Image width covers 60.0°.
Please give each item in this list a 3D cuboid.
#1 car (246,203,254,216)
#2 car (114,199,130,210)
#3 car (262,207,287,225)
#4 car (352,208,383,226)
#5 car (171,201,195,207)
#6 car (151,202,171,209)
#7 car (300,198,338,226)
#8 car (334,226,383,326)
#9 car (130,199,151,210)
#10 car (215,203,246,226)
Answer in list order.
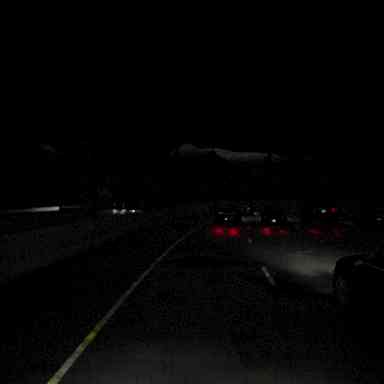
[{"bbox_3d":[6.227,2.020,39.452,1.994,1.385,4.181,0,-1,17],"label":"car"},{"bbox_3d":[-10.967,1.968,54.894,2.097,1.767,4.553,0,-1,20],"label":"car"},{"bbox_3d":[6.695,1.920,27.421,1.895,1.301,4.718,0,-1,12],"label":"car"},{"bbox_3d":[13.032,1.828,23.630,2.033,1.411,5.357,0,-1,11],"label":"car"},{"bbox_3d":[-0.975,2.117,51.664,2.128,1.511,4.902,0,-1,20],"label":"car"},{"bbox_3d":[-4.256,2.208,52.883,1.994,1.385,4.181,0,-1,20],"label":"car"},{"bbox_3d":[10.148,1.537,26.871,2.150,2.045,5.566,0,-1,12],"label":"car"},{"bbox_3d":[3.822,1.553,5.096,2.128,1.511,4.902,0,-1,2],"label":"car"},{"bbox_3d":[-7.672,2.134,53.720,1.812,1.442,4.674,0,-1,20],"label":"car"},{"bbox_3d":[2.959,1.794,26.460,2.128,1.511,4.902,0,-1,11],"label":"car"}]
